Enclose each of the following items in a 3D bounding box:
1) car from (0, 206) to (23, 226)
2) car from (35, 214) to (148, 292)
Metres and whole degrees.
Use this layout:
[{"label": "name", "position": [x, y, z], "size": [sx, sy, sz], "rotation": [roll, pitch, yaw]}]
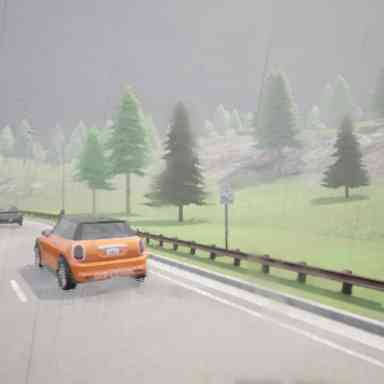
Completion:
[{"label": "car", "position": [-14.124, 1.768, 24.965], "size": [2.128, 1.511, 4.902], "rotation": [1, -1, -39]}, {"label": "car", "position": [-3.101, 1.461, 9.683], "size": [2.097, 1.767, 4.553], "rotation": [0, -1, -35]}]
